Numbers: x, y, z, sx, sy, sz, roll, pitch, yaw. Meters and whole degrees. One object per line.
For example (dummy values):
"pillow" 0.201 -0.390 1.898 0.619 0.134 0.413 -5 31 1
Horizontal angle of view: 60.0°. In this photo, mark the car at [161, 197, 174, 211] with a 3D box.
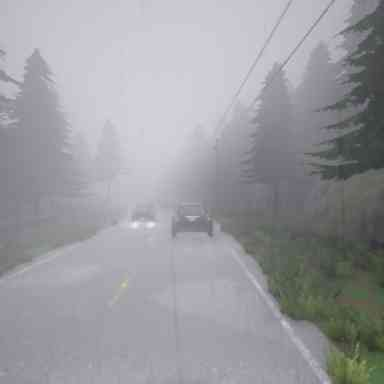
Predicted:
"car" -2.851 1.361 41.955 2.097 1.767 4.553 0 0 -13

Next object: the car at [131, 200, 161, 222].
"car" -3.824 1.557 27.015 2.033 1.411 5.357 0 0 -4

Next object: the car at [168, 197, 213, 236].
"car" -0.018 1.354 18.381 2.097 1.767 4.553 0 0 -1
